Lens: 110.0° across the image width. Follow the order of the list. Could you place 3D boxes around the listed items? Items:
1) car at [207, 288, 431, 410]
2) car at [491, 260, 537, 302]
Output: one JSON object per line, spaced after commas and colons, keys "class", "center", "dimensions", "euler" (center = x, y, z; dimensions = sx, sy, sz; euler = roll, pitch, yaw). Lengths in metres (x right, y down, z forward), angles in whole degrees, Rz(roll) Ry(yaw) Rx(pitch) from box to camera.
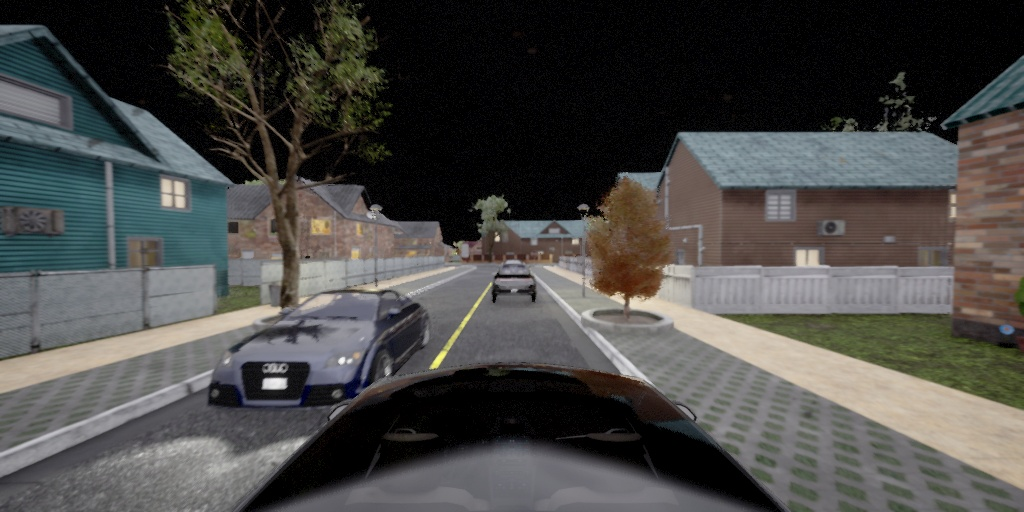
{"class": "car", "center": [-2.749, 1.274, 6.146], "dimensions": [1.994, 1.385, 4.181], "euler": [0, 1, 0]}
{"class": "car", "center": [0.097, 1.113, 16.066], "dimensions": [2.128, 1.511, 4.902], "euler": [0, 0, 0]}
